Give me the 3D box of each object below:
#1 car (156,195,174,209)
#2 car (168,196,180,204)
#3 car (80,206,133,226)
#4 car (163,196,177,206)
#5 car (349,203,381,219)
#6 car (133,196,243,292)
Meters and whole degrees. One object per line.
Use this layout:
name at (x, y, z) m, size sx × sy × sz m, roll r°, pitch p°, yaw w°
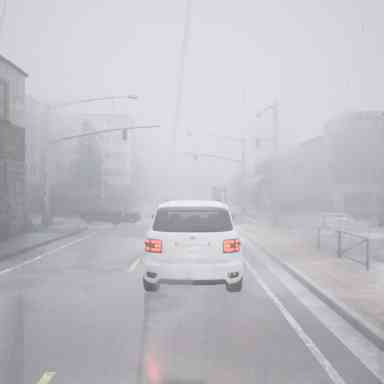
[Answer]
car at (-3.703, 1.352, 46.586) m, size 2.097 × 1.767 × 4.553 m, roll 0°, pitch 0°, yaw 0°
car at (-3.666, 1.547, 67.605) m, size 2.033 × 1.411 × 5.357 m, roll 0°, pitch 0°, yaw 0°
car at (-5.806, 1.635, 23.743) m, size 4.718 × 1.301 × 1.895 m, roll -1°, pitch -1°, yaw 36°
car at (-3.711, 1.491, 56.967) m, size 2.128 × 1.511 × 4.902 m, roll 0°, pitch 0°, yaw 0°
car at (16.648, 1.740, 30.262) m, size 4.181 × 1.385 × 1.994 m, roll 0°, pitch 0°, yaw 0°
car at (0.033, 1.221, 9.074) m, size 2.150 × 2.045 × 5.566 m, roll 0°, pitch 0°, yaw 1°
